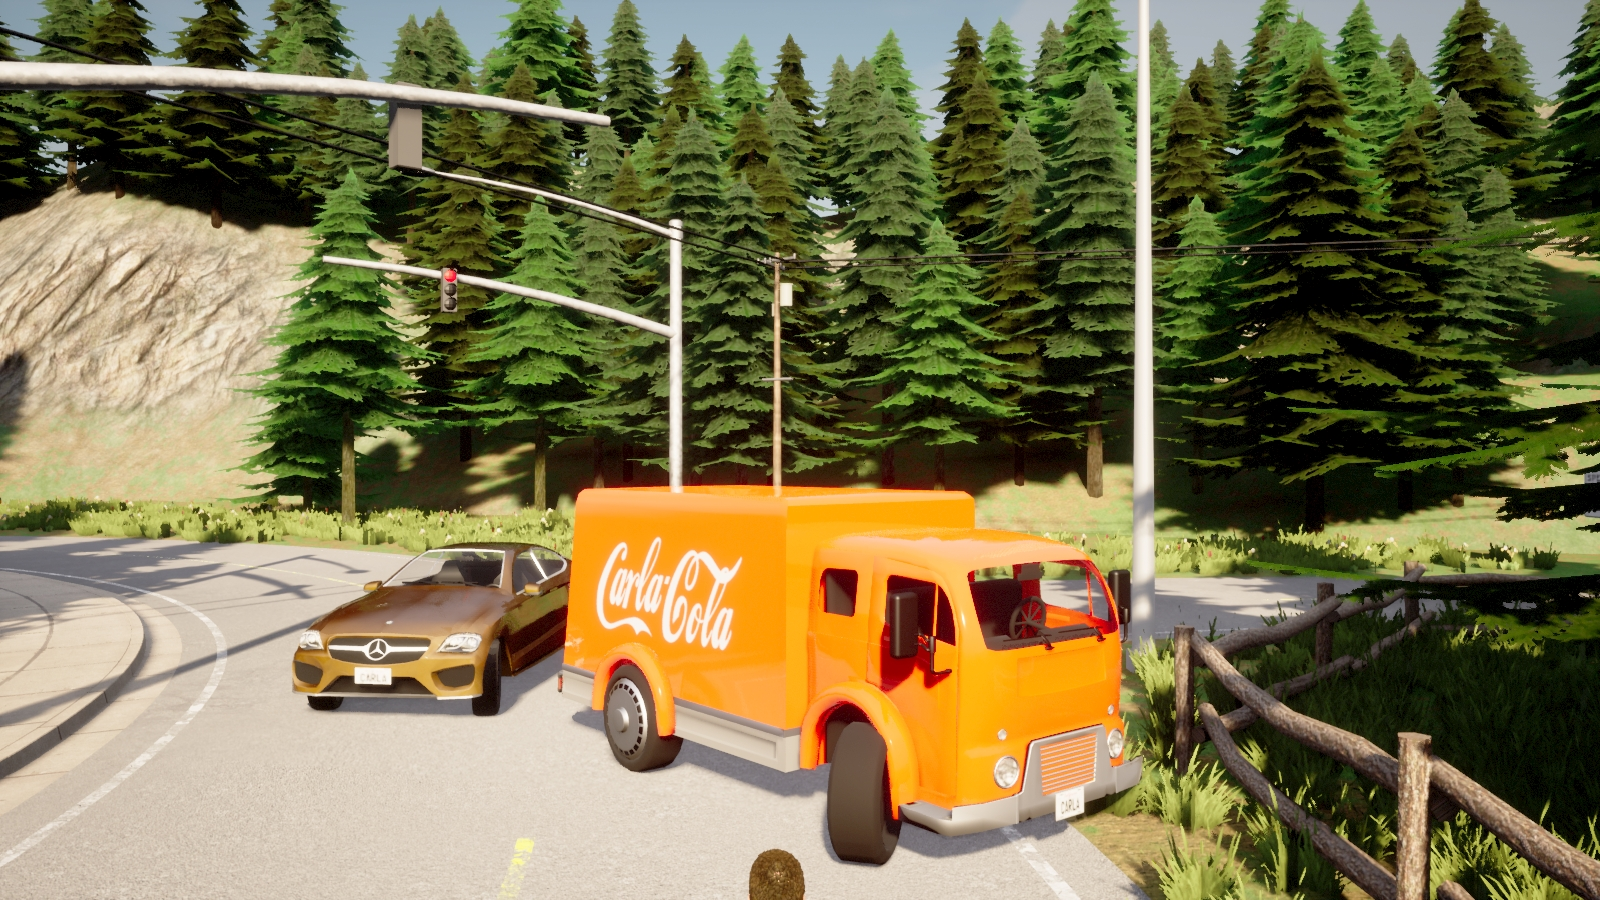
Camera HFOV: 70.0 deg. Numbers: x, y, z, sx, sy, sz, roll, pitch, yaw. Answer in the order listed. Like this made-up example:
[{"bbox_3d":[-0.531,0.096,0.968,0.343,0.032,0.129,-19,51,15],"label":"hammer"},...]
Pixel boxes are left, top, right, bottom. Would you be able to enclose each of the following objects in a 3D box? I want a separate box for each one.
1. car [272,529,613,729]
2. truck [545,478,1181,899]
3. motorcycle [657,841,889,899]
[{"bbox_3d":[-4.038,1.970,14.038,2.152,1.651,5.027,0,0,6],"label":"car"},{"bbox_3d":[0.202,1.542,9.769,2.627,2.467,5.204,0,0,-39],"label":"truck"},{"bbox_3d":[-0.074,2.159,3.526,0.803,1.199,2.033,0,0,-2],"label":"motorcycle"}]
